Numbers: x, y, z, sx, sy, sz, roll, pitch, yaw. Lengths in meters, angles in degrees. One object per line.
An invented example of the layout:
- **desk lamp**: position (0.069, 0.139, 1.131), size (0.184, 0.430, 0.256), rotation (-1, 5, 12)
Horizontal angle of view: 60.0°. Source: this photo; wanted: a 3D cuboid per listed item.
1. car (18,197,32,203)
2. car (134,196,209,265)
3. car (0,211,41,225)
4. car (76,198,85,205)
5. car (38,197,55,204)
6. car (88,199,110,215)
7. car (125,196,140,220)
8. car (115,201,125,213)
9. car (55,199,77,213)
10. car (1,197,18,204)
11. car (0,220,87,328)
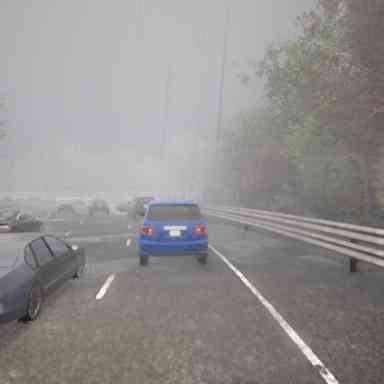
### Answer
- **car**: position (-43.071, 2.147, 83.790), size (4.181, 1.385, 1.994), rotation (0, 0, 37)
- **car**: position (-0.776, 1.290, 12.187), size (2.150, 2.045, 5.566), rotation (0, 0, -6)
- **car**: position (-8.277, 1.608, 15.245), size (2.128, 1.511, 4.902), rotation (0, 0, -8)
- **car**: position (-23.757, 2.019, 68.713), size (1.994, 1.385, 4.181), rotation (0, 0, -38)
- **car**: position (-35.113, 2.134, 81.311), size (4.181, 1.385, 1.994), rotation (-1, 0, 43)
- **car**: position (-10.774, 1.602, 38.242), size (2.097, 1.767, 4.553), rotation (0, 0, -21)
- **car**: position (-4.579, 1.405, 30.695), size (2.150, 2.045, 5.566), rotation (0, 0, -16)
- **car**: position (-8.374, 1.822, 41.728), size (1.994, 1.385, 4.181), rotation (0, 0, -21)
- **car**: position (-15.541, 1.809, 40.842), size (1.812, 1.442, 4.674), rotation (0, 0, -23)
- **car**: position (-45.287, 1.949, 81.083), size (4.553, 1.767, 2.097), rotation (0, 0, 37)
- **car**: position (-3.776, 1.602, 7.197), size (2.033, 1.411, 5.357), rotation (0, 0, -4)
